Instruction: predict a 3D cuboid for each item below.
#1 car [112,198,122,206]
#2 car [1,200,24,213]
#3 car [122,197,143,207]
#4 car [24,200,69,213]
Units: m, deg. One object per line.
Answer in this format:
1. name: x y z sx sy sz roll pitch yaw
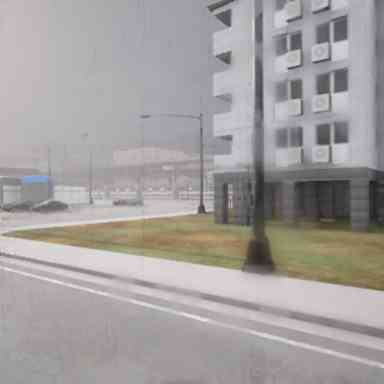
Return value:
1. car: -12.813 1.824 60.194 1.895 1.301 4.718 0 0 6
2. car: -20.538 1.714 40.528 1.837 1.490 4.892 0 0 34
3. car: -9.767 1.706 56.874 1.837 1.490 4.892 0 0 10
4. car: -16.961 1.714 39.568 1.812 1.442 4.674 0 0 34
